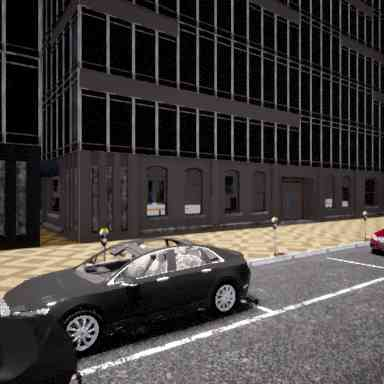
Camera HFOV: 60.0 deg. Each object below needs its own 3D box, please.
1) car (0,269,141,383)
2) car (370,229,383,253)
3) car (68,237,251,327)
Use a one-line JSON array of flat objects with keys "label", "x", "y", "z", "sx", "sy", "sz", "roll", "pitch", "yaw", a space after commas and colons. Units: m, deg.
[{"label": "car", "x": -2.912, "y": 1.491, "z": 1.306, "sx": 4.902, "sy": 1.511, "sz": 2.128, "roll": 0, "pitch": 0, "yaw": -35}, {"label": "car", "x": 8.403, "y": 1.582, "z": 12.517, "sx": 4.206, "sy": 1.307, "sz": 1.802, "roll": 0, "pitch": 0, "yaw": -35}, {"label": "car", "x": -0.879, "y": 1.551, "z": 5.926, "sx": 4.403, "sy": 1.369, "sz": 2.008, "roll": 0, "pitch": 0, "yaw": -35}]
